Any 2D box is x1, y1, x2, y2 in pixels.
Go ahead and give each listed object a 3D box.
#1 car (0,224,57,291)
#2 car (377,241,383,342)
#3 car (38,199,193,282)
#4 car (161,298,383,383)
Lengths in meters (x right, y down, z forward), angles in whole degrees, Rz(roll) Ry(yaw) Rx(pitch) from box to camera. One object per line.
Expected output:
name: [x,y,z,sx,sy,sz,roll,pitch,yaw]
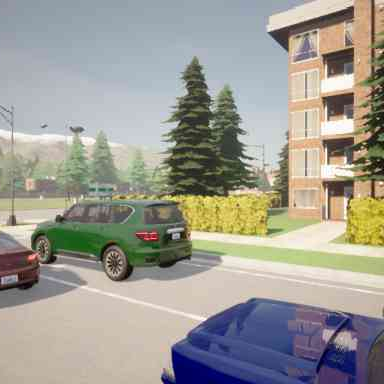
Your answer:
car: [-5.385,1.526,7.779,4.674,1.442,1.812,0,0,36]
car: [5.091,1.564,4.665,4.181,1.385,1.994,0,0,35]
car: [-2.580,1.221,10.071,5.566,2.045,2.150,0,0,36]
car: [2.054,1.601,2.531,4.718,1.301,1.895,0,0,35]
